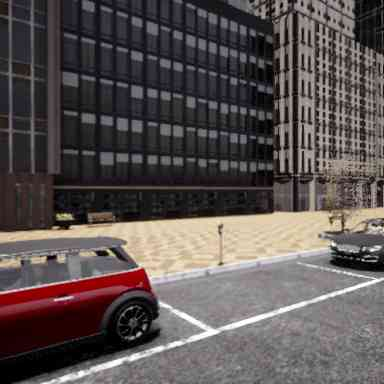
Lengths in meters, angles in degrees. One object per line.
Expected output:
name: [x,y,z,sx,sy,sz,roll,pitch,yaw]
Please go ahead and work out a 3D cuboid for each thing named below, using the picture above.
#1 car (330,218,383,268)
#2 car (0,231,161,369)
car: [6.399,1.566,11.140,4.403,1.369,2.008,0,0,-36]
car: [-2.585,1.445,4.717,4.097,1.590,1.967,0,0,-36]
